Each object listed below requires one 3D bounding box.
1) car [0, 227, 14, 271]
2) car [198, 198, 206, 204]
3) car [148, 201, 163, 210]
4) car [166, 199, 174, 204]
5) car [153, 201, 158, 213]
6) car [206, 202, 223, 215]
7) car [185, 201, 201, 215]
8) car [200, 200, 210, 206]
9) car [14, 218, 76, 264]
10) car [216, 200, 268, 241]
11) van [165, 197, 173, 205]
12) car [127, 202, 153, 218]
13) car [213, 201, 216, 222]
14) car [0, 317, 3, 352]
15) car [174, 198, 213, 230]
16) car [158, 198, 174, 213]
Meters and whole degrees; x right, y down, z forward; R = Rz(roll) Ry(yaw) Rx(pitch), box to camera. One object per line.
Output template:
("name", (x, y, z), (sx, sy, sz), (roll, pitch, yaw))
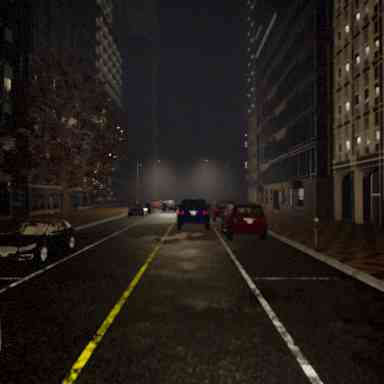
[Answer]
("car", (-5.682, 1.595, 6.431), (1.752, 1.417, 4.829), (0, -1, 0))
("car", (2.769, 2.359, 91.961), (1.967, 1.590, 4.097), (0, -1, 0))
("car", (-5.645, 2.119, 52.136), (1.802, 1.307, 4.206), (0, -1, 0))
("car", (-5.617, 2.448, 86.290), (1.802, 1.307, 4.206), (0, -1, 0))
("car", (-5.654, 1.990, 40.754), (1.947, 1.339, 4.313), (0, -1, 0))
("car", (2.727, 1.952, 40.905), (1.752, 1.417, 4.829), (0, -1, 0))
("car", (0.135, 1.937, 41.470), (1.837, 1.490, 4.892), (0, -1, 0))
("car", (2.750, 2.269, 69.194), (1.947, 1.339, 4.313), (0, -1, 0))
("car", (-5.678, 1.682, 12.294), (2.008, 1.369, 4.403), (0, -1, 0))
("car", (2.709, 1.507, 17.970), (2.192, 1.841, 5.009), (0, -1, 0))
("van", (-5.621, 2.153, 80.600), (1.690, 1.788, 3.998), (0, -1, 0))
("car", (-5.659, 1.918, 35.062), (2.008, 1.369, 4.403), (0, -1, 0))
("car", (2.718, 1.625, 29.354), (2.192, 1.841, 5.009), (0, -1, 0))
("car", (-3.099, 1.619, 1.575), (1.895, 1.301, 4.718), (0, -1, 0))
("car", (0.123, 1.471, 23.551), (2.150, 2.045, 5.566), (0, -1, 1))
("car", (-3.048, 1.957, 44.899), (2.128, 1.511, 4.902), (0, -1, 0))
